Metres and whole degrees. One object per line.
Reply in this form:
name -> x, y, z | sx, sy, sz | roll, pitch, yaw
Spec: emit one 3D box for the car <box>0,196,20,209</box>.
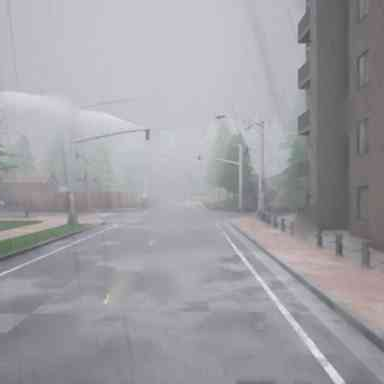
car -> -25.003, 1.262, 44.590 | 1.932, 1.855, 4.605 | 0, 0, -1
